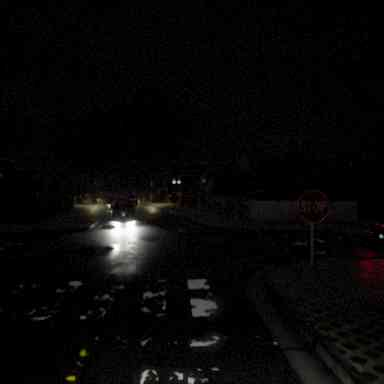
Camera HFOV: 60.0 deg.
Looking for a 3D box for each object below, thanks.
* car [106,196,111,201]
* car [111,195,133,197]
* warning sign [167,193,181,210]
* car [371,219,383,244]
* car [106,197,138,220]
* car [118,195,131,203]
[{"bbox_3d":[-14.370,1.461,59.691,1.994,1.385,4.181,0,0,-18],"label":"car"},{"bbox_3d":[-9.081,1.385,42.524,1.882,1.535,5.008,0,0,-16],"label":"car"},{"bbox_3d":[-2.007,1.009,37.075,1.300,1.860,1.060,1,1,-13],"label":"warning sign"},{"bbox_3d":[10.119,1.625,14.082,4.902,1.511,2.128,1,1,-11],"label":"car"},{"bbox_3d":[-5.622,1.433,27.499,2.128,1.511,4.902,0,0,-11],"label":"car"},{"bbox_3d":[-13.454,1.329,66.076,2.128,1.511,4.902,0,0,-16],"label":"car"}]
